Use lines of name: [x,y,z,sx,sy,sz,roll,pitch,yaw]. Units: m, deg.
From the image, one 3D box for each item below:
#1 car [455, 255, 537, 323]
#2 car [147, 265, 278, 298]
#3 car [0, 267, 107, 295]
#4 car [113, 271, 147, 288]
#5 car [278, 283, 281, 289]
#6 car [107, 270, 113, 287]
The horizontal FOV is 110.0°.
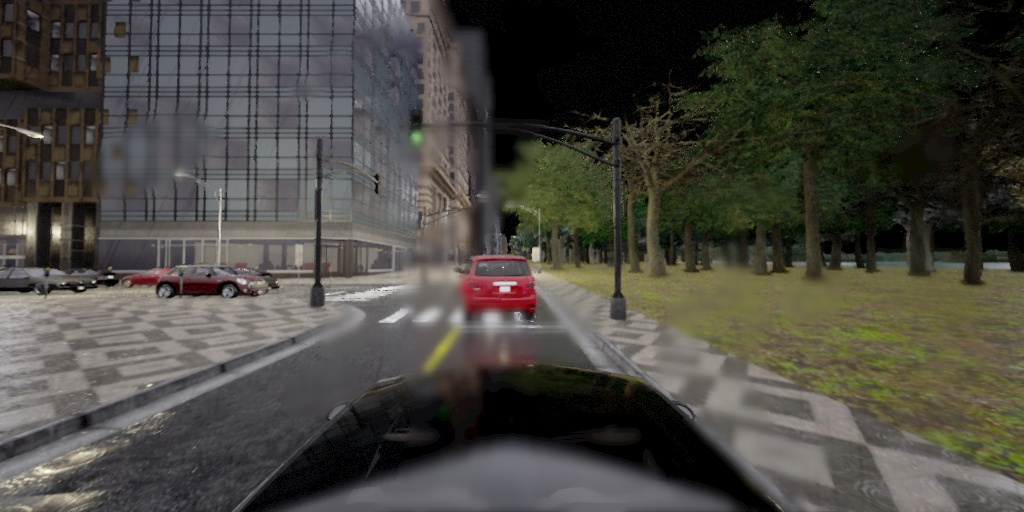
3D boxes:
car: [-0.717,0.999,12.476,2.150,2.045,5.566,0,0,-11]
car: [-13.543,1.135,16.417,4.097,1.591,1.967,0,0,-1]
car: [-25.577,1.324,19.086,5.357,1.411,2.033,0,-2,0]
car: [-24.495,1.519,24.924,4.207,1.307,1.802,0,0,0]
car: [-15.423,1.319,19.152,5.357,1.411,2.033,0,-2,5]
car: [-29.981,1.506,24.916,4.313,1.339,1.948,0,0,0]
